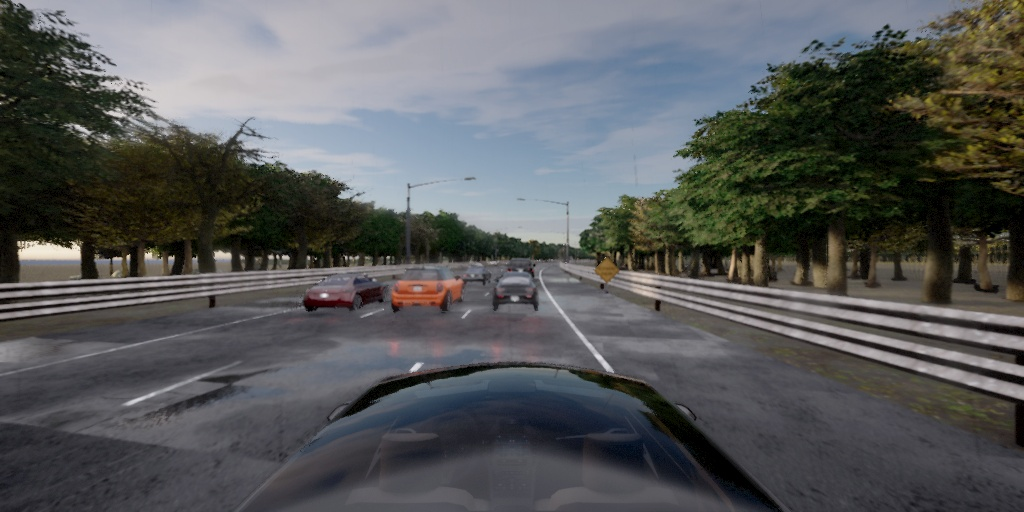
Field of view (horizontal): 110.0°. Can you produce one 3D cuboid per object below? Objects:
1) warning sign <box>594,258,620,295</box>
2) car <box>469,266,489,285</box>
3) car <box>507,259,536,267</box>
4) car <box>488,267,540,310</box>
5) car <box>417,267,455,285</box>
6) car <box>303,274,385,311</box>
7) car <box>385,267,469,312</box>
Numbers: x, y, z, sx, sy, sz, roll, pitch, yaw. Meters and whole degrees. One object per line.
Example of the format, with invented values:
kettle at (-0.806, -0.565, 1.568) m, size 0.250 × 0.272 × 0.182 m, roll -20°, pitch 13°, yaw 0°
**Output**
warning sign at (4.805, 1.017, 18.189) m, size 1.300 × 1.860 × 1.060 m, roll 0°, pitch 0°, yaw 2°
car at (-2.773, 1.547, 28.968) m, size 2.033 × 1.411 × 5.357 m, roll 0°, pitch -1°, yaw 3°
car at (0.725, 1.224, 28.840) m, size 2.150 × 2.045 × 5.566 m, roll 0°, pitch 0°, yaw 3°
car at (0.201, 1.402, 15.423) m, size 1.812 × 1.442 × 4.674 m, roll 0°, pitch 0°, yaw 2°
car at (-6.221, 1.609, 29.862) m, size 1.895 × 1.301 × 4.718 m, roll 0°, pitch -1°, yaw 4°
car at (-6.812, 1.439, 15.155) m, size 1.994 × 1.385 × 4.181 m, roll 0°, pitch 0°, yaw 2°
car at (-3.317, 1.224, 15.021) m, size 2.097 × 1.767 × 4.553 m, roll 0°, pitch -1°, yaw 2°
